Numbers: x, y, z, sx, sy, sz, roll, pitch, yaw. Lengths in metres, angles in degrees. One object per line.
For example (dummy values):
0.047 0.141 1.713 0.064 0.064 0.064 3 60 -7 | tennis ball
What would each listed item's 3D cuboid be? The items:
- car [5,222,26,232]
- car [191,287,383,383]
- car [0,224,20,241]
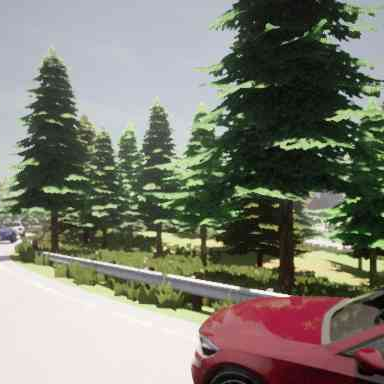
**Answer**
-21.353 4.616 39.980 2.150 2.045 5.566 0 -5 -24 | car
2.207 1.527 2.824 4.674 1.442 1.812 0 0 32 | car
-17.244 3.971 30.478 1.812 1.442 4.674 0 -5 -23 | car
